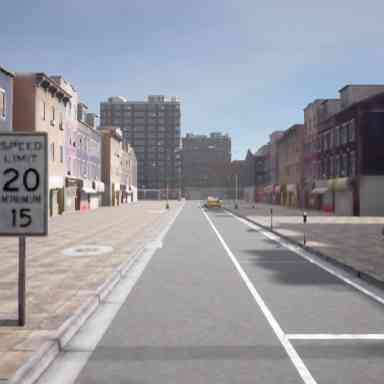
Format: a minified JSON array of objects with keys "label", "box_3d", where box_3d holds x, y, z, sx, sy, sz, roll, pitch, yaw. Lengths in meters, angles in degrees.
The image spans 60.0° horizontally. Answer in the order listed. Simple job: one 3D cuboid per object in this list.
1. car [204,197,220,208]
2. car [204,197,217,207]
[{"label":"car","box_3d":[3.015,1.528,48.189,1.882,1.535,5.008,0,0,0]},{"label":"car","box_3d":[3.024,1.603,55.190,1.812,1.442,4.674,0,0,0]}]
